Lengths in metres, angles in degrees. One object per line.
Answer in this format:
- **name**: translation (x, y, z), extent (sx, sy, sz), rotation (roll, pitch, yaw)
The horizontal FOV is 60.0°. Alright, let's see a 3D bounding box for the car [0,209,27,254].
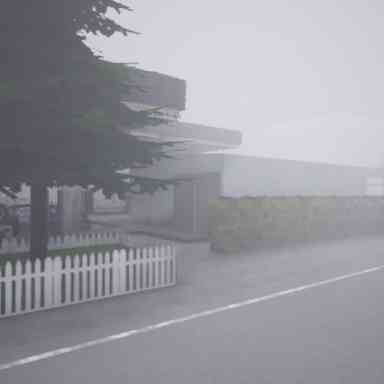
- **car**: translation (-8.161, 1.313, 11.595), extent (3.866, 1.878, 1.905), rotation (0, 0, -36)

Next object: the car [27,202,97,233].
- **car**: translation (-7.996, 1.499, 18.725), extent (4.611, 1.667, 2.242), rotation (0, 0, -36)
